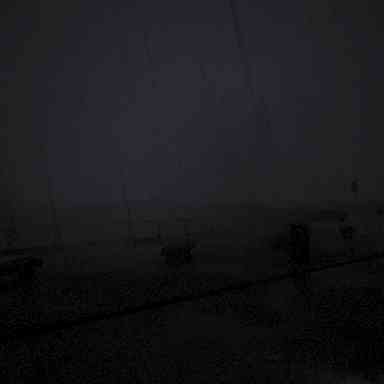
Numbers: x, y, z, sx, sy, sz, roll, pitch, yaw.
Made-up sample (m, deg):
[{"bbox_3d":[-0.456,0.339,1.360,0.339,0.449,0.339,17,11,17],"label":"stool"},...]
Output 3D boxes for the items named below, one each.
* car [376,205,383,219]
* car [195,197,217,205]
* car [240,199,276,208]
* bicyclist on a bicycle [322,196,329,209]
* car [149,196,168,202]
[{"bbox_3d":[17.140,1.492,26.056,2.128,1.511,4.902,0,0,-35],"label":"car"},{"bbox_3d":[2.007,1.547,54.553,2.033,1.411,5.357,0,0,-35],"label":"car"},{"bbox_3d":[7.708,1.526,39.423,1.812,1.442,4.674,0,0,-36],"label":"car"},{"bbox_3d":[16.603,1.349,41.360,1.656,1.620,0.582,0,0,-35],"label":"bicyclist on a bicycle"},{"bbox_3d":[-5.908,1.493,58.782,2.128,1.511,4.902,0,0,-35],"label":"car"}]
